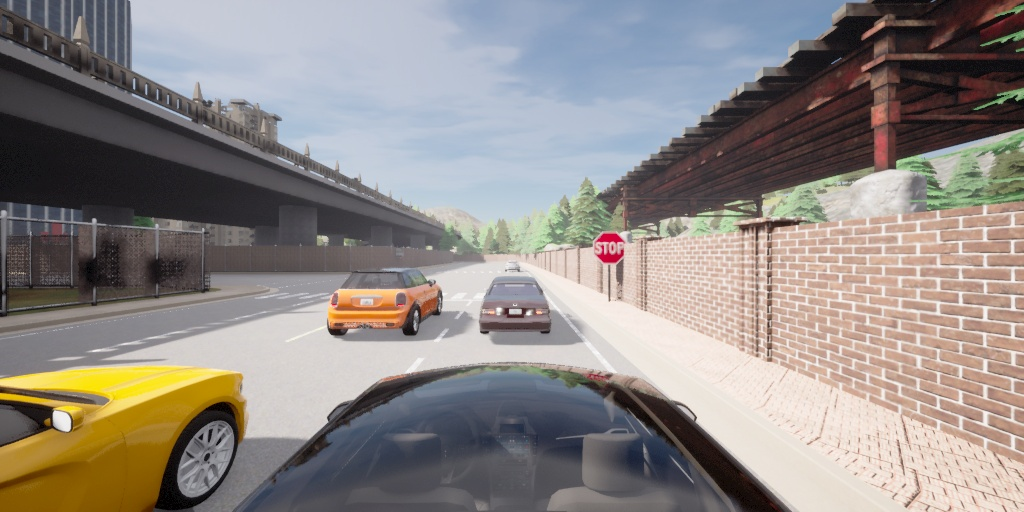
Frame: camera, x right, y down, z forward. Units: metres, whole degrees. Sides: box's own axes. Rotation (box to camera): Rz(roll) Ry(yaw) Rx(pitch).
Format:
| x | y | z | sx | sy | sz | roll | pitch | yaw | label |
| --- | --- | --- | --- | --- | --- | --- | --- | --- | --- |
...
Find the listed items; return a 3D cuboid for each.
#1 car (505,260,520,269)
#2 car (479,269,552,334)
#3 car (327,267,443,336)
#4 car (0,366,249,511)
| x | y | z | sx | sy | sz | roll | pitch | yaw | label |
| --- | --- | --- | --- | --- | --- | --- | --- | --- | --- |
| 0.052 | 1.276 | 46.317 | 1.812 | 1.442 | 4.674 | 0 | 0 | -1 | car |
| 0.074 | 1.297 | 10.600 | 2.033 | 1.411 | 5.357 | 0 | 0 | 0 | car |
| -3.427 | 1.102 | 10.576 | 2.097 | 1.767 | 4.553 | 0 | 0 | 0 | car |
| -3.398 | 1.228 | 1.319 | 1.882 | 1.535 | 5.008 | 0 | 0 | 0 | car |
